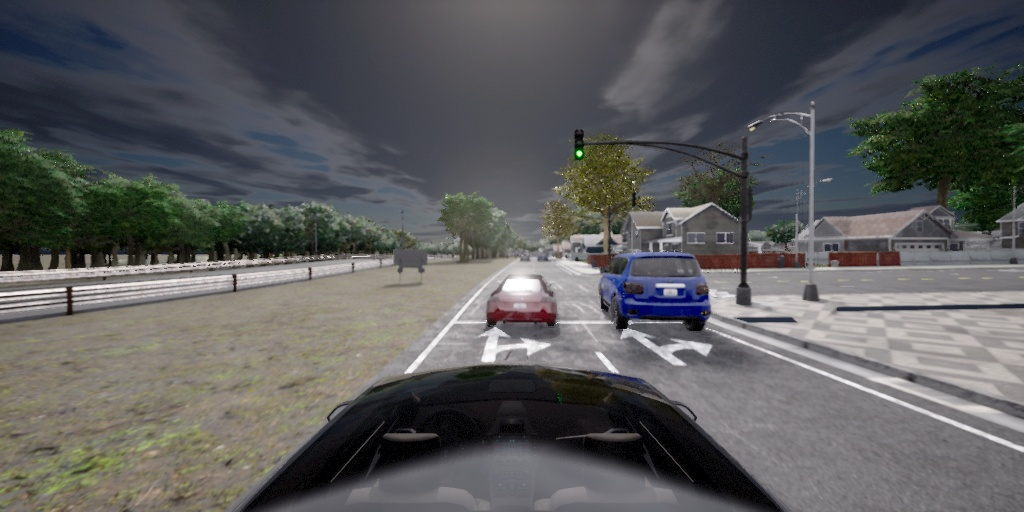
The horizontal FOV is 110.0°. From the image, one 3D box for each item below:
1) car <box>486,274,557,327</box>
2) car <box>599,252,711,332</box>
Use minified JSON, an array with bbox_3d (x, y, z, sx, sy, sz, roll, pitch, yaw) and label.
[{"bbox_3d":[0.416,1.256,11.370,1.994,1.385,4.181,0,1,6],"label":"car"},{"bbox_3d":[3.993,0.915,10.922,2.150,2.045,5.566,0,0,7],"label":"car"}]
